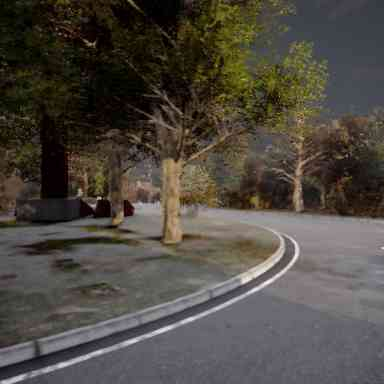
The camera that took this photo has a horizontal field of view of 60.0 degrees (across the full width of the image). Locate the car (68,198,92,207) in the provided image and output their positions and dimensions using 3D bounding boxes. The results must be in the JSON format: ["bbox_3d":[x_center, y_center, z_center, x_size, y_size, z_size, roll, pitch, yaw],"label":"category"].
[{"bbox_3d":[-13.636,1.417,37.243,4.553,1.767,2.097,0,0,0],"label":"car"}]
